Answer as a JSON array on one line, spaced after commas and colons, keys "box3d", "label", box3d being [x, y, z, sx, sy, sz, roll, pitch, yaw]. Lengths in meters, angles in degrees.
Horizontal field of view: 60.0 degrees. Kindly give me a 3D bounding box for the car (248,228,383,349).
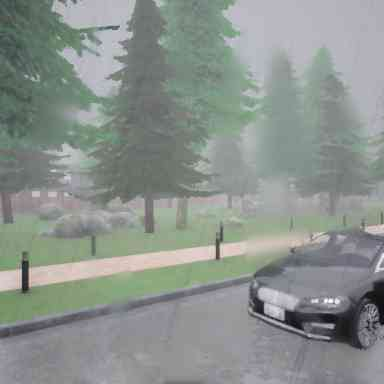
[{"box3d": [3.183, 1.492, 6.330, 4.902, 1.511, 2.128, 0, 0, -36], "label": "car"}]
